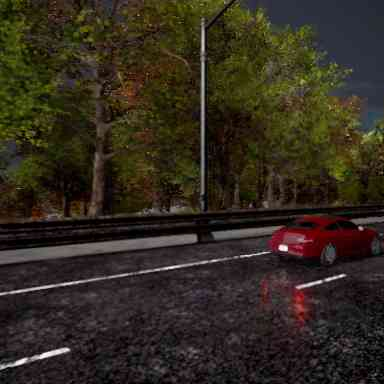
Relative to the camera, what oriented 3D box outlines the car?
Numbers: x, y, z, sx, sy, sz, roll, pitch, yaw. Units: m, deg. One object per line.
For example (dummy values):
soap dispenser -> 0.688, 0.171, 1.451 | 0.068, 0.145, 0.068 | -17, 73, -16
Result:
car -> 4.628, 1.529, 11.402 | 4.674, 1.442, 1.812 | 0, 0, -36
